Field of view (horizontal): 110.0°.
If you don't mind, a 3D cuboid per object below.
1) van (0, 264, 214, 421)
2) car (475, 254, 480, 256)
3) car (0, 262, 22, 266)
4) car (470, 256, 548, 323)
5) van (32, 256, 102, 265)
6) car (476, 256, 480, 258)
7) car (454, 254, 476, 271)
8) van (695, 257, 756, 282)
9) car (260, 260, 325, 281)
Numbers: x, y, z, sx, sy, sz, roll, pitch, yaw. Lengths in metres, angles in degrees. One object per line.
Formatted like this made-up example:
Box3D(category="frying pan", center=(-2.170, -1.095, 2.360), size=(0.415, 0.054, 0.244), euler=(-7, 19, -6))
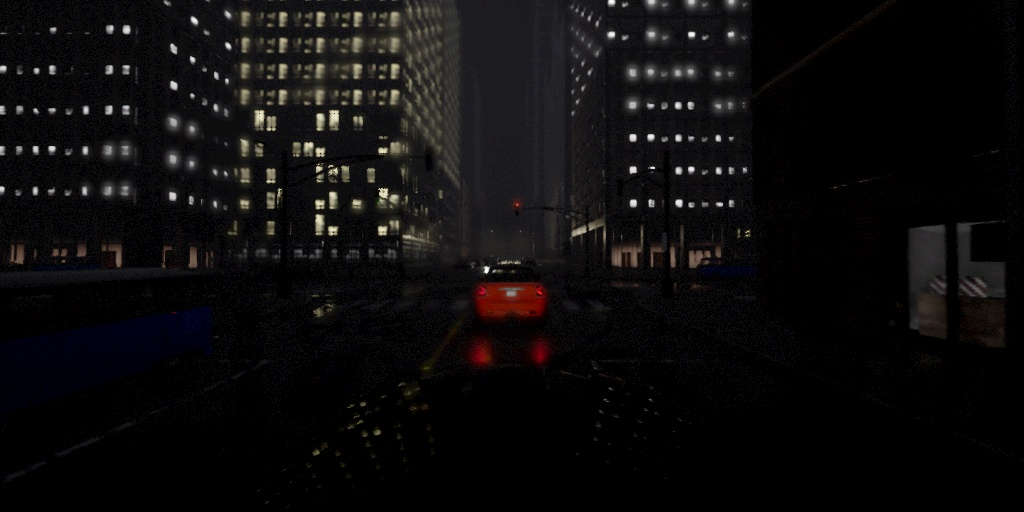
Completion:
Box3D(category="van", center=(-5.827, 1.070, 4.293), size=(1.690, 1.789, 3.998), euler=(0, 0, 0))
Box3D(category="car", center=(-5.694, 0.650, 53.508), size=(2.192, 1.841, 5.009), euler=(0, 0, 0))
Box3D(category="car", center=(-39.088, 1.127, 26.970), size=(4.403, 1.370, 2.007), euler=(0, 0, 0))
Box3D(category="car", center=(-0.090, 1.020, 11.900), size=(2.097, 1.767, 4.553), euler=(0, 0, -2))
Box3D(category="van", center=(-33.440, 0.924, 26.958), size=(3.998, 1.789, 1.690), euler=(0, 0, 0))
Box3D(category="car", center=(-5.694, 0.962, 47.933), size=(1.802, 1.307, 4.207), euler=(0, 0, 0))
Box3D(category="car", center=(-5.693, 0.864, 42.358), size=(1.967, 1.591, 4.097), euler=(0, 0, 0))
Box3D(category="van", center=(15.980, 1.000, 26.850), size=(3.998, 1.789, 1.690), euler=(0, 0, 0))
Box3D(category="car", center=(-16.494, 1.046, 26.921), size=(4.097, 1.591, 1.967), euler=(0, 0, 0))
